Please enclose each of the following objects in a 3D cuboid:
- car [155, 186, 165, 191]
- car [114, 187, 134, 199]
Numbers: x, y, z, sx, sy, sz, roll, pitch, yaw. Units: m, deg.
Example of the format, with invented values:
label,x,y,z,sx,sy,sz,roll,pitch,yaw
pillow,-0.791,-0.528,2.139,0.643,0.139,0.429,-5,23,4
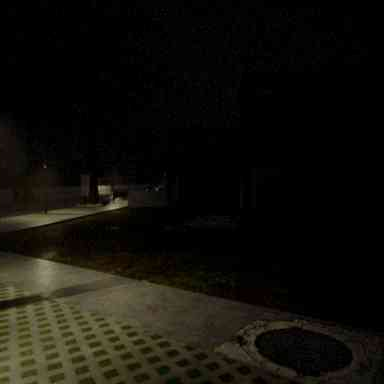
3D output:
label,x,y,z,sx,sy,sz,roll,pitch,yaw
car,-5.930,-0.458,64.788,1.812,1.442,4.674,1,2,10
car,-9.271,0.101,46.532,1.882,1.535,5.008,1,2,10
